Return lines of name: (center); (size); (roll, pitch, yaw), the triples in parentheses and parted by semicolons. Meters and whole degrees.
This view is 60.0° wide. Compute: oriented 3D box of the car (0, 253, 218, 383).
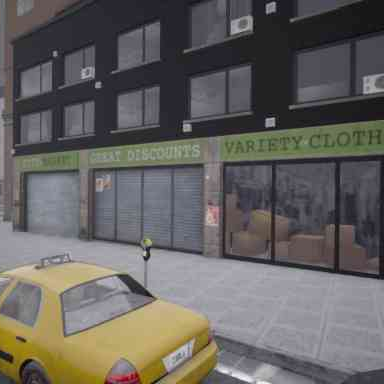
car: (-2.003, 1.524, 4.510); (4.829, 1.417, 1.752); (0, 1, 35)

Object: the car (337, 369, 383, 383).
car: (2.689, 1.551, 1.177); (4.403, 1.369, 2.008); (0, 1, 35)
